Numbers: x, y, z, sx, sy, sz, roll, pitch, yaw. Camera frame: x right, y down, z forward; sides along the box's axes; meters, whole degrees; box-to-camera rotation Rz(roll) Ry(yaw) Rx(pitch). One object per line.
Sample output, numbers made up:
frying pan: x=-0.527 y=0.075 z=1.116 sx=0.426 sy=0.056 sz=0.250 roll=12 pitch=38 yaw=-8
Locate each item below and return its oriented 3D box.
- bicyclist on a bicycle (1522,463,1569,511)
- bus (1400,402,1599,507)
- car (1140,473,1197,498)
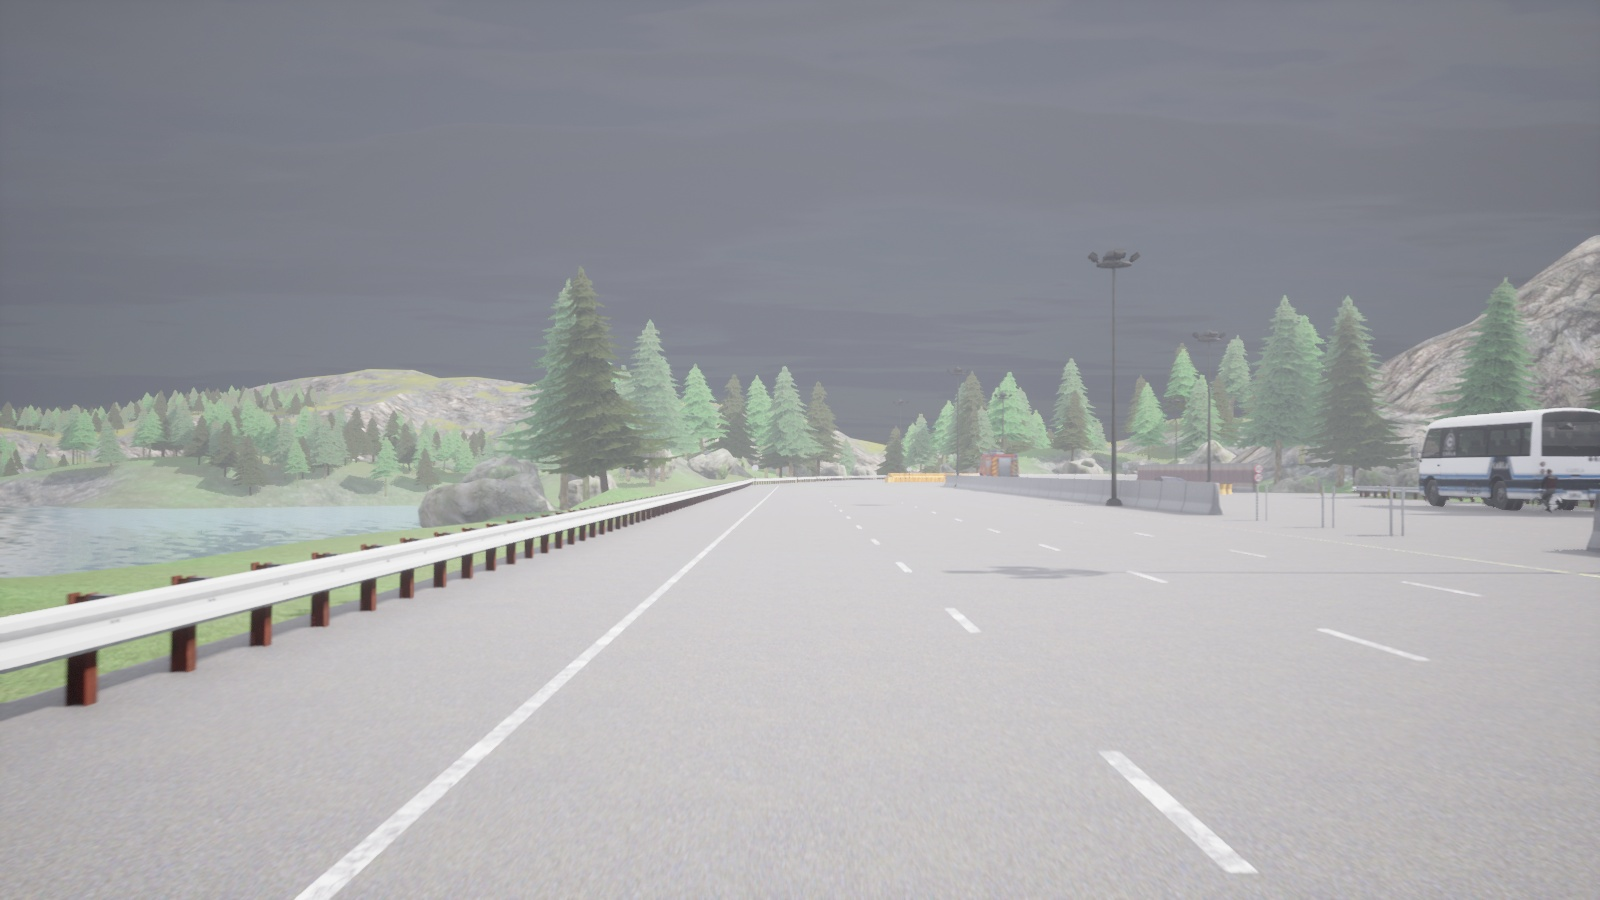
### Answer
bicyclist on a bicycle: x=27.889 y=1.360 z=47.004 sx=0.659 sy=1.776 sz=1.843 roll=0 pitch=-1 yaw=0
bus: x=31.362 y=0.255 z=56.303 sx=3.944 sy=4.253 sz=10.273 roll=0 pitch=-1 yaw=0
car: x=20.833 y=1.986 z=71.153 sx=1.994 sy=1.385 sz=4.181 roll=0 pitch=-1 yaw=0
